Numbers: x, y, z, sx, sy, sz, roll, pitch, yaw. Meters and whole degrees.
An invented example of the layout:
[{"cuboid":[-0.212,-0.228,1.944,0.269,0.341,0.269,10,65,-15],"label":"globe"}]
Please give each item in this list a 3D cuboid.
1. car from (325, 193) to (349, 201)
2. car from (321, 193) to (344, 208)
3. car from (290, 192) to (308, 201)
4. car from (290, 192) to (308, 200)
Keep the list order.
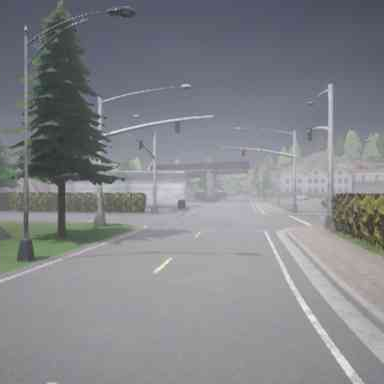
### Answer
[{"cuboid":[33.083,1.068,75.832,4.605,1.855,1.932,0,0,9],"label":"car"},{"cuboid":[19.448,1.294,43.255,5.027,1.636,2.152,0,0,9],"label":"car"},{"cuboid":[24.700,1.330,77.107,3.806,1.475,1.970,0,0,9],"label":"car"},{"cuboid":[25.819,1.047,80.297,3.866,1.878,1.905,0,0,9],"label":"car"}]
